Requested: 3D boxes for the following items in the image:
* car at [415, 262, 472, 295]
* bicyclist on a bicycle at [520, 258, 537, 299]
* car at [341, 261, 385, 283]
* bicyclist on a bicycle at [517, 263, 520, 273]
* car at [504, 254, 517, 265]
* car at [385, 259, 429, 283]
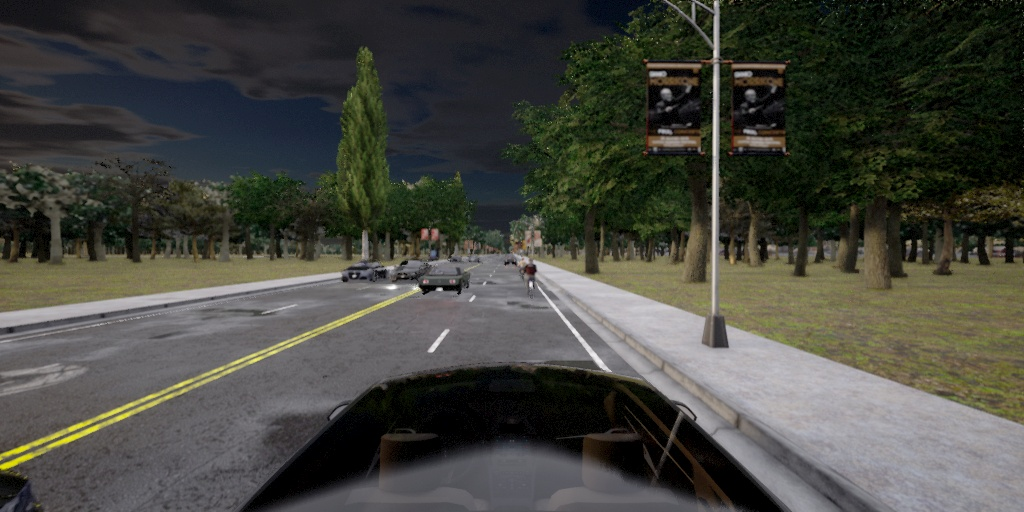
[{"bbox_3d":[-3.247,1.165,18.213,1.895,1.301,4.718,0,1,0],"label":"car"},{"bbox_3d":[0.811,0.963,15.857,0.659,1.776,1.843,0,1,0],"label":"bicyclist on a bicycle"},{"bbox_3d":[-9.986,1.054,24.671,1.994,1.385,4.181,0,1,0],"label":"car"},{"bbox_3d":[0.770,0.922,25.343,0.866,1.612,1.509,0,1,-1],"label":"bicyclist on a bicycle"},{"bbox_3d":[-0.230,0.746,55.902,1.895,1.301,4.718,0,1,0],"label":"car"},{"bbox_3d":[-6.734,0.998,24.437,1.837,1.490,4.892,0,1,0],"label":"car"}]
